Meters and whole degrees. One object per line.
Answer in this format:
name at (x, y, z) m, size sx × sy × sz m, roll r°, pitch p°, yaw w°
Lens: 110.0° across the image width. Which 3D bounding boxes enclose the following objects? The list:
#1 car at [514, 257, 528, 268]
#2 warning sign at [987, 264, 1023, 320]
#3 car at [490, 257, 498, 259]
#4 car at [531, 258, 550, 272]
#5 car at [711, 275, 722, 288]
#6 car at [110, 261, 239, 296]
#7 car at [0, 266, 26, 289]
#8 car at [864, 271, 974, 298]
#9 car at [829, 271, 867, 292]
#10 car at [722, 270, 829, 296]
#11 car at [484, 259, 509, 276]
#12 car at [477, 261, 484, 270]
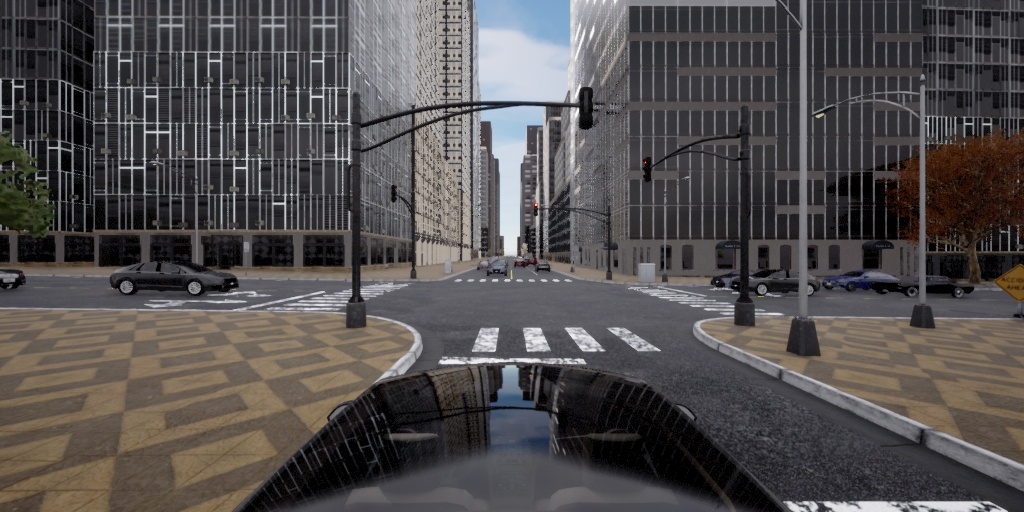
car at (1.297, 1.229, 63.385) m, size 1.882 × 1.535 × 5.008 m, roll 0°, pitch 0°, yaw 0°
warning sign at (17.268, 1.204, 12.189) m, size 1.060 × 1.860 × 1.300 m, roll 0°, pitch 0°, yaw -3°
car at (-1.560, 1.268, 45.880) m, size 1.837 × 1.490 × 4.892 m, roll 0°, pitch 0°, yaw 0°
car at (3.898, 1.328, 45.983) m, size 1.948 × 1.339 × 4.313 m, roll 0°, pitch 0°, yaw 0°
car at (16.155, 1.629, 24.851) m, size 4.181 × 1.385 × 1.994 m, roll 1°, pitch 0°, yaw -3°
car at (-15.516, 0.994, 16.653) m, size 4.892 × 1.490 × 1.837 m, roll 1°, pitch 0°, yaw -3°
car at (-25.298, 0.802, 16.197) m, size 4.902 × 1.511 × 2.128 m, roll 1°, pitch 0°, yaw -3°
car at (25.028, 1.826, 22.017) m, size 4.718 × 1.301 × 1.895 m, roll 1°, pitch 0°, yaw -3°
car at (24.556, 1.741, 25.245) m, size 4.674 × 1.442 × 1.812 m, roll 1°, pitch 0°, yaw -3°
car at (15.785, 1.564, 21.590) m, size 4.892 × 1.490 × 1.837 m, roll 1°, pitch 0°, yaw -4°
car at (-1.520, 1.330, 37.047) m, size 1.994 × 1.385 × 4.181 m, roll 0°, pitch 0°, yaw 0°
car at (-4.059, 1.342, 51.470) m, size 1.802 × 1.307 × 4.207 m, roll 0°, pitch 0°, yaw 0°
